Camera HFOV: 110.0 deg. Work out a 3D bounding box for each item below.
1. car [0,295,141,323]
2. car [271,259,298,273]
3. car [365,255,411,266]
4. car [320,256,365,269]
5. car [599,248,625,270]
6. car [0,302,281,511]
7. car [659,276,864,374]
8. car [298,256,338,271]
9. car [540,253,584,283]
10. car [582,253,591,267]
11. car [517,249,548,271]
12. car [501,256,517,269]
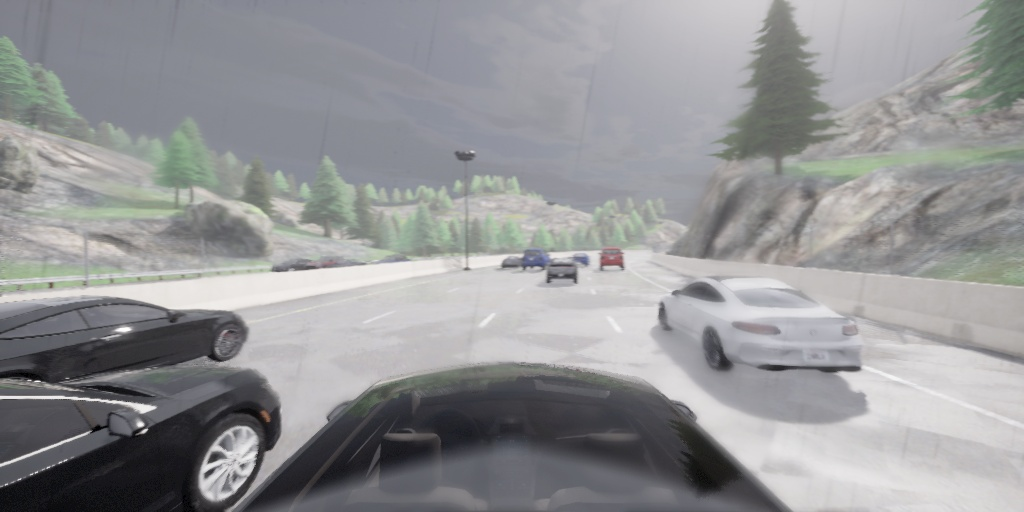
[{"bbox_3d":[-6.437,1.319,5.371,1.812,1.442,4.674,-1,1,6],"label":"car"},{"bbox_3d":[-22.351,1.007,37.124,1.837,1.490,4.892,-1,1,14],"label":"car"},{"bbox_3d":[-11.918,0.703,35.587,2.097,1.767,4.553,-1,1,15],"label":"car"},{"bbox_3d":[-15.807,1.002,34.428,1.994,1.385,4.181,-1,1,14],"label":"car"},{"bbox_3d":[9.499,0.239,34.160,2.150,2.045,5.566,-1,1,15],"label":"car"},{"bbox_3d":[-3.278,1.315,1.478,1.837,1.490,4.892,-1,1,5],"label":"car"},{"bbox_3d":[4.327,1.109,7.027,1.812,1.442,4.674,-1,1,8],"label":"car"},{"bbox_3d":[-18.872,0.802,36.644,2.097,1.767,4.553,-1,1,14],"label":"car"},{"bbox_3d":[3.236,0.820,22.537,2.128,1.511,4.902,-1,1,11],"label":"car"},{"bbox_3d":[7.931,0.395,41.272,1.882,1.535,5.008,-1,1,17],"label":"car"},{"bbox_3d":[2.467,0.343,34.988,2.150,2.045,5.566,-1,1,15],"label":"car"},{"bbox_3d":[0.231,0.639,39.698,1.994,1.385,4.181,-1,1,16],"label":"car"}]
